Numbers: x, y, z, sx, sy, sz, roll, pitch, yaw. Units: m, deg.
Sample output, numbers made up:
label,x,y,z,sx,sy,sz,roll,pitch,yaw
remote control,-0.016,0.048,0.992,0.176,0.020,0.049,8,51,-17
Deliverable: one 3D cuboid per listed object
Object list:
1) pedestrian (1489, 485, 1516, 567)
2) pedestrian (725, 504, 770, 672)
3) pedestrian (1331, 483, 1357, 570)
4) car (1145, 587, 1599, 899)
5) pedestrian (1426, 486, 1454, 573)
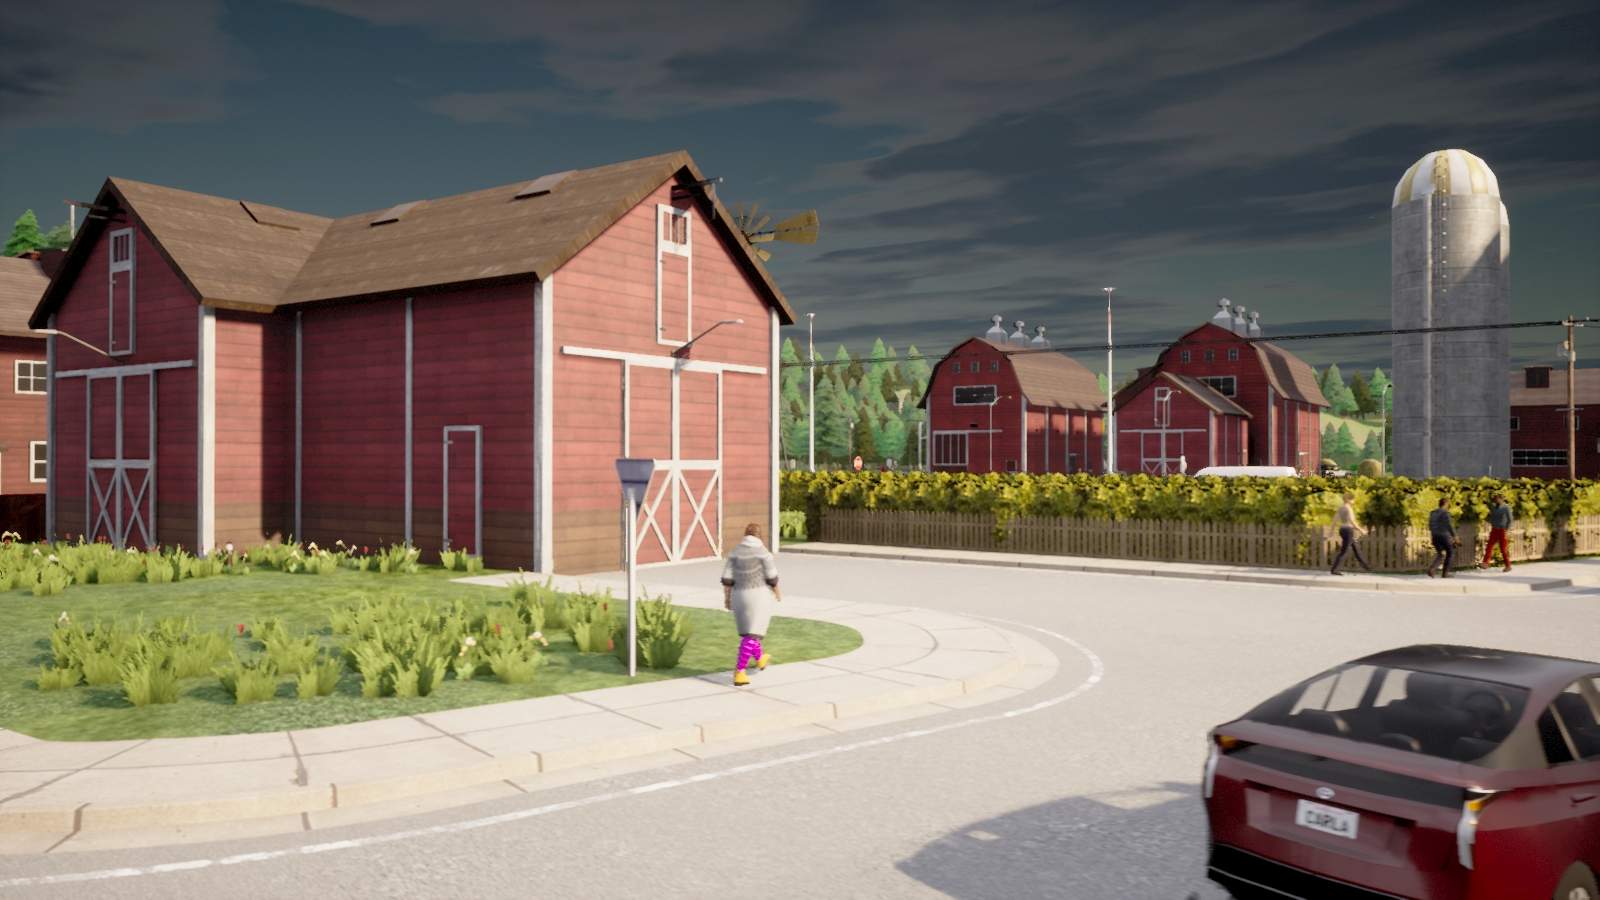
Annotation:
label,x,y,z,sx,sy,sz,roll,pitch,yaw
pedestrian,16.072,1.729,26.137,0.375,1.860,0.375,0,0,-24
pedestrian,-0.600,1.555,13.055,0.375,1.860,0.375,0,0,25
pedestrian,11.727,1.640,24.648,0.375,1.860,0.375,0,0,1
car,4.396,1.868,7.189,4.514,1.525,2.007,1,-1,-38
pedestrian,13.816,1.703,24.659,0.375,1.860,0.375,0,0,-16
